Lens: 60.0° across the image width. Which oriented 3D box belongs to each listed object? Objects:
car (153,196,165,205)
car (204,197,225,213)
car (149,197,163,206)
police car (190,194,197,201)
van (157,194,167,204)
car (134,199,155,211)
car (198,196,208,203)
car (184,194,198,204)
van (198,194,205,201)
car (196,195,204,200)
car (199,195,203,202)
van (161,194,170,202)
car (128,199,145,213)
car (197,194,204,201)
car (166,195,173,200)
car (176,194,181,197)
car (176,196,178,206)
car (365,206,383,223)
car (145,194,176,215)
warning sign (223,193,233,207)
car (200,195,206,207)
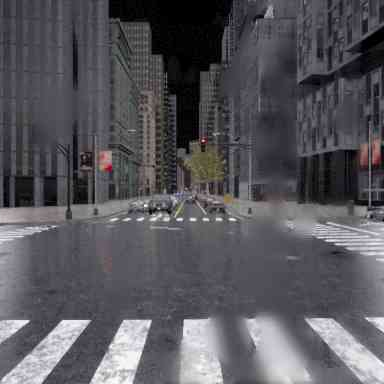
[{"bbox_3d":[-6.023,1.540,61.184,1.752,1.417,4.829,0,0,0],"label":"car"},{"bbox_3d":[2.662,1.555,36.429,2.008,1.369,4.403,0,0,0],"label":"car"},{"bbox_3d":[-5.989,1.578,55.941,1.947,1.339,4.313,0,0,0],"label":"car"},{"bbox_3d":[0.452,1.463,90.604,1.930,1.638,5.238,0,0,0],"label":"police car"},{"bbox_3d":[-6.059,1.360,66.767,1.690,1.788,3.998,0,0,0],"label":"van"},{"bbox_3d":[-5.895,1.557,41.370,2.008,1.369,4.403,0,0,0],"label":"car"},{"bbox_3d":[2.425,1.589,73.213,1.947,1.339,4.313,0,0,0],"label":"car"},{"bbox_3d":[-0.287,1.543,65.595,1.812,1.442,4.674,0,0,0],"label":"car"},{"bbox_3d":[2.356,1.372,83.790,1.690,1.788,3.998,0,0,0],"label":"van"},{"bbox_3d":[2.289,1.592,94.367,2.008,1.369,4.403,0,0,0],"label":"car"},{"bbox_3d":[2.557,1.561,52.762,2.008,1.369,4.403,0,0,0],"label":"car"},{"bbox_3d":[-6.129,1.367,77.594,1.690,1.788,3.998,0,0,0],"label":"van"},{"bbox_3d":[-5.863,1.556,36.377,2.008,1.369,4.403,0,0,0],"label":"car"},{"bbox_3d":[2.493,1.566,62.634,2.008,1.369,4.403,0,0,0],"label":"car"},{"bbox_3d":[-6.233,1.623,93.832,1.802,1.307,4.206,0,0,0],"label":"car"},{"bbox_3d":[-3.301,1.537,54.683,1.812,1.442,4.674,0,0,0],"label":"car"},{"bbox_3d":[-3.247,1.608,44.642,1.895,1.301,4.718,0,0,0],"label":"car"},{"bbox_3d":[13.588,1.215,20.992,4.902,1.511,2.128,-1,0,0],"label":"car"},{"bbox_3d":[-3.183,1.226,34.690,2.150,2.045,5.566,0,0,0],"label":"car"},{"bbox_3d":[4.912,1.123,45.519,1.300,1.860,1.060,0,0,0],"label":"warning sign"},{"bbox_3d":[2.592,1.553,47.318,1.887,1.381,4.507,0,0,0],"label":"car"}]
